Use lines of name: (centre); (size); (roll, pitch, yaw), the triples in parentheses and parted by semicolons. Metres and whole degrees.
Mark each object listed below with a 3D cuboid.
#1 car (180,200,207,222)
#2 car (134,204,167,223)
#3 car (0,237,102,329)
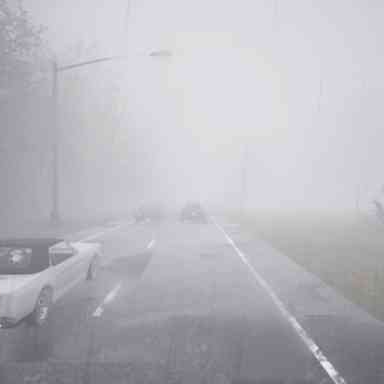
car: (0.103, 1.553, 26.116); (1.994, 1.385, 4.181); (0, 0, 0)
car: (-2.956, 1.590, 25.037); (1.895, 1.301, 4.718); (0, 0, 2)
car: (-3.376, 1.598, 6.935); (1.895, 1.301, 4.718); (0, 0, 0)
